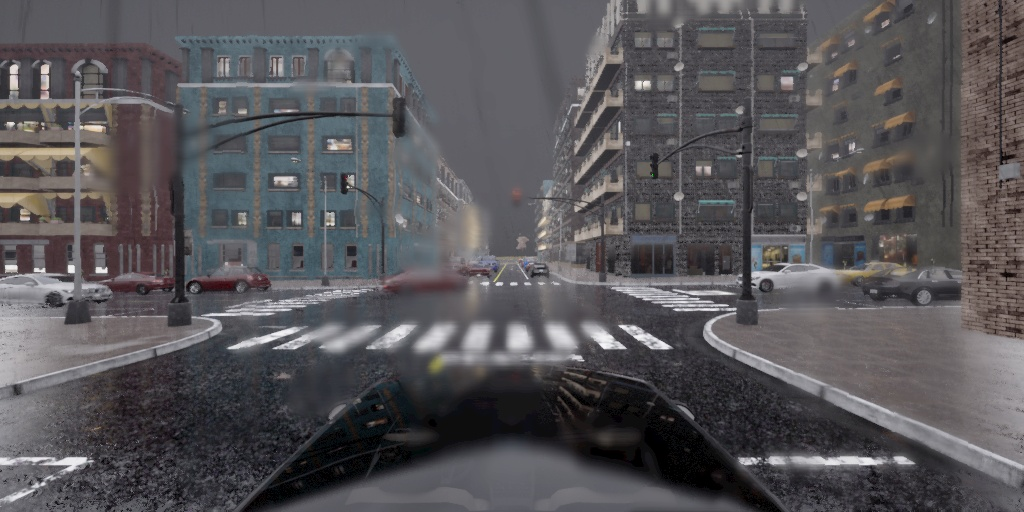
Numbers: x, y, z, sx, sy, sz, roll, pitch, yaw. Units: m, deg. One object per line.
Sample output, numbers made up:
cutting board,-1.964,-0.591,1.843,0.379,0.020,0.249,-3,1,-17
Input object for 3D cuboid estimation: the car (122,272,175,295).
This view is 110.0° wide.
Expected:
car,-22.451,1.599,21.435,4.207,1.307,1.802,0,0,0

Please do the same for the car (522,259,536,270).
car,2.573,1.323,44.648,1.802,1.307,4.207,0,0,0

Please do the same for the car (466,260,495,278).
car,-2.844,1.347,33.338,1.895,1.301,4.718,0,0,0

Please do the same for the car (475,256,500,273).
car,-2.844,0.963,43.763,2.150,2.045,5.566,0,0,0

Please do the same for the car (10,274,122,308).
car,-20.834,1.513,16.004,4.674,1.442,1.812,-1,0,0

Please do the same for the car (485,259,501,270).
car,-2.825,1.227,54.998,2.128,1.511,4.902,0,0,0

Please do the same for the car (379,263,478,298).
car,-4.429,1.315,18.664,4.674,1.442,1.812,-1,1,-33

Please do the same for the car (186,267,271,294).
car,-16.902,1.388,21.395,4.097,1.591,1.967,0,0,0

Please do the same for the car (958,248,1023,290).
car,27.270,0.615,18.576,5.566,2.045,2.150,-1,0,1

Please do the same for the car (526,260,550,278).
car,2.571,1.311,33.544,1.948,1.339,4.313,0,0,0

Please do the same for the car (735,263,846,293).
car,14.266,1.083,18.676,4.674,1.442,1.812,-1,0,2

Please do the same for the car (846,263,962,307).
car,15.604,1.082,13.250,4.403,1.370,2.007,0,0,0

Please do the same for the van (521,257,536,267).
van,2.574,1.078,50.201,1.690,1.789,3.998,0,0,0

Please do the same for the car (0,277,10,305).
car,-22.490,1.443,13.549,4.097,1.591,1.967,0,0,0

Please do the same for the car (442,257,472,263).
car,-5.310,1.060,33.545,2.192,1.841,5.009,0,0,0

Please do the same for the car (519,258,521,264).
car,2.575,1.171,61.304,1.967,1.591,4.097,0,0,0

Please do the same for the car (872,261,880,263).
car,21.137,1.000,21.088,4.829,1.417,1.751,0,0,0
